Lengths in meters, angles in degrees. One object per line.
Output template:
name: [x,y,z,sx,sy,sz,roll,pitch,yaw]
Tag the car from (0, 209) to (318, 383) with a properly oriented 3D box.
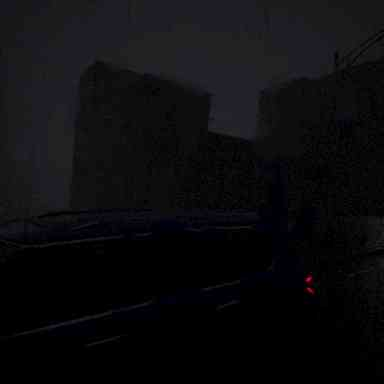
car: [-1.115,1.230,3.196,5.566,2.045,2.150,1,0,-35]
